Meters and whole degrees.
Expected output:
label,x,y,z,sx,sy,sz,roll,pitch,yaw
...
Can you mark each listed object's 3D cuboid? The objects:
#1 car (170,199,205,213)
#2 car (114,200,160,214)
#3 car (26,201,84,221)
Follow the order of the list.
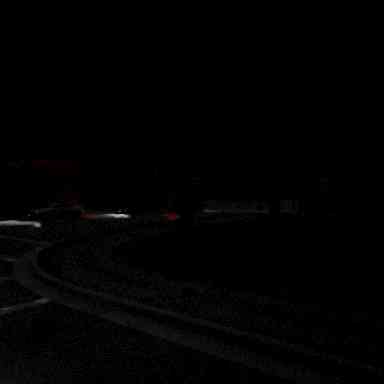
label,x,y,z,sx,sy,sz,roll,pitch,yaw
car,-0.411,1.500,36.743,1.837,1.490,4.892,0,0,34
car,-5.736,1.542,35.444,2.033,1.411,5.357,0,0,34
car,-11.158,1.522,27.377,1.812,1.442,4.674,0,0,34
